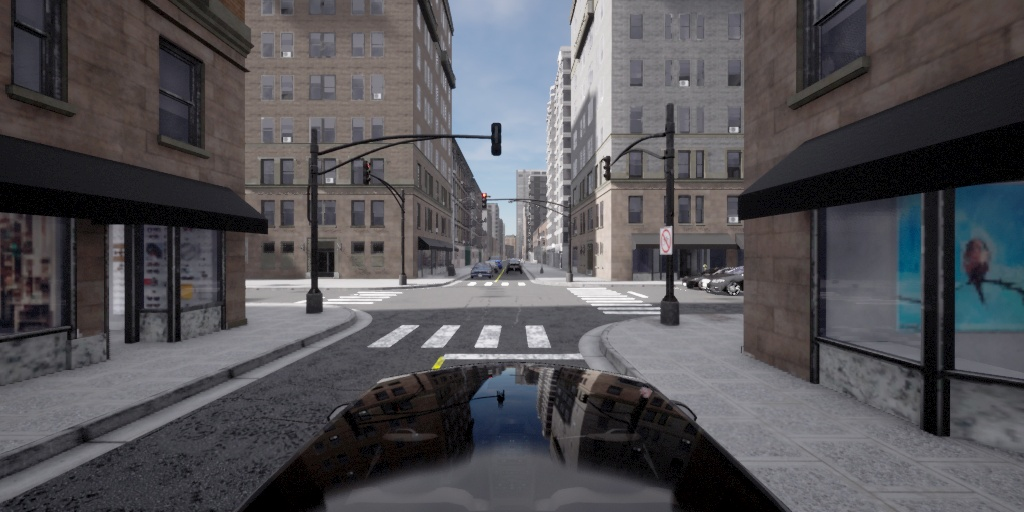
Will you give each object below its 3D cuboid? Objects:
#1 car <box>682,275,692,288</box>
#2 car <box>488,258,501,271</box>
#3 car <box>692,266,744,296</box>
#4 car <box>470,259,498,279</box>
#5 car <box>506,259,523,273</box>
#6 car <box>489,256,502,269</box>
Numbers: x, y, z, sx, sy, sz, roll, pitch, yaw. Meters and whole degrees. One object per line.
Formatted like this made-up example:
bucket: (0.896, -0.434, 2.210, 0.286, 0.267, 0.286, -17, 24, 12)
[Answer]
car: (12.448, 1.313, 21.314, 4.313, 1.339, 1.948, 0, 0, 0)
car: (-2.673, 1.293, 43.759, 1.812, 1.442, 4.674, 0, 0, 0)
car: (12.546, 1.247, 18.775, 4.902, 1.511, 2.128, 0, 0, 0)
car: (-2.718, 1.305, 33.471, 2.033, 1.411, 5.357, 0, 0, 0)
car: (0.268, 1.272, 43.631, 1.837, 1.490, 4.892, 0, 0, 0)
car: (-2.621, 1.003, 54.093, 2.150, 2.045, 5.566, 0, 0, 1)
